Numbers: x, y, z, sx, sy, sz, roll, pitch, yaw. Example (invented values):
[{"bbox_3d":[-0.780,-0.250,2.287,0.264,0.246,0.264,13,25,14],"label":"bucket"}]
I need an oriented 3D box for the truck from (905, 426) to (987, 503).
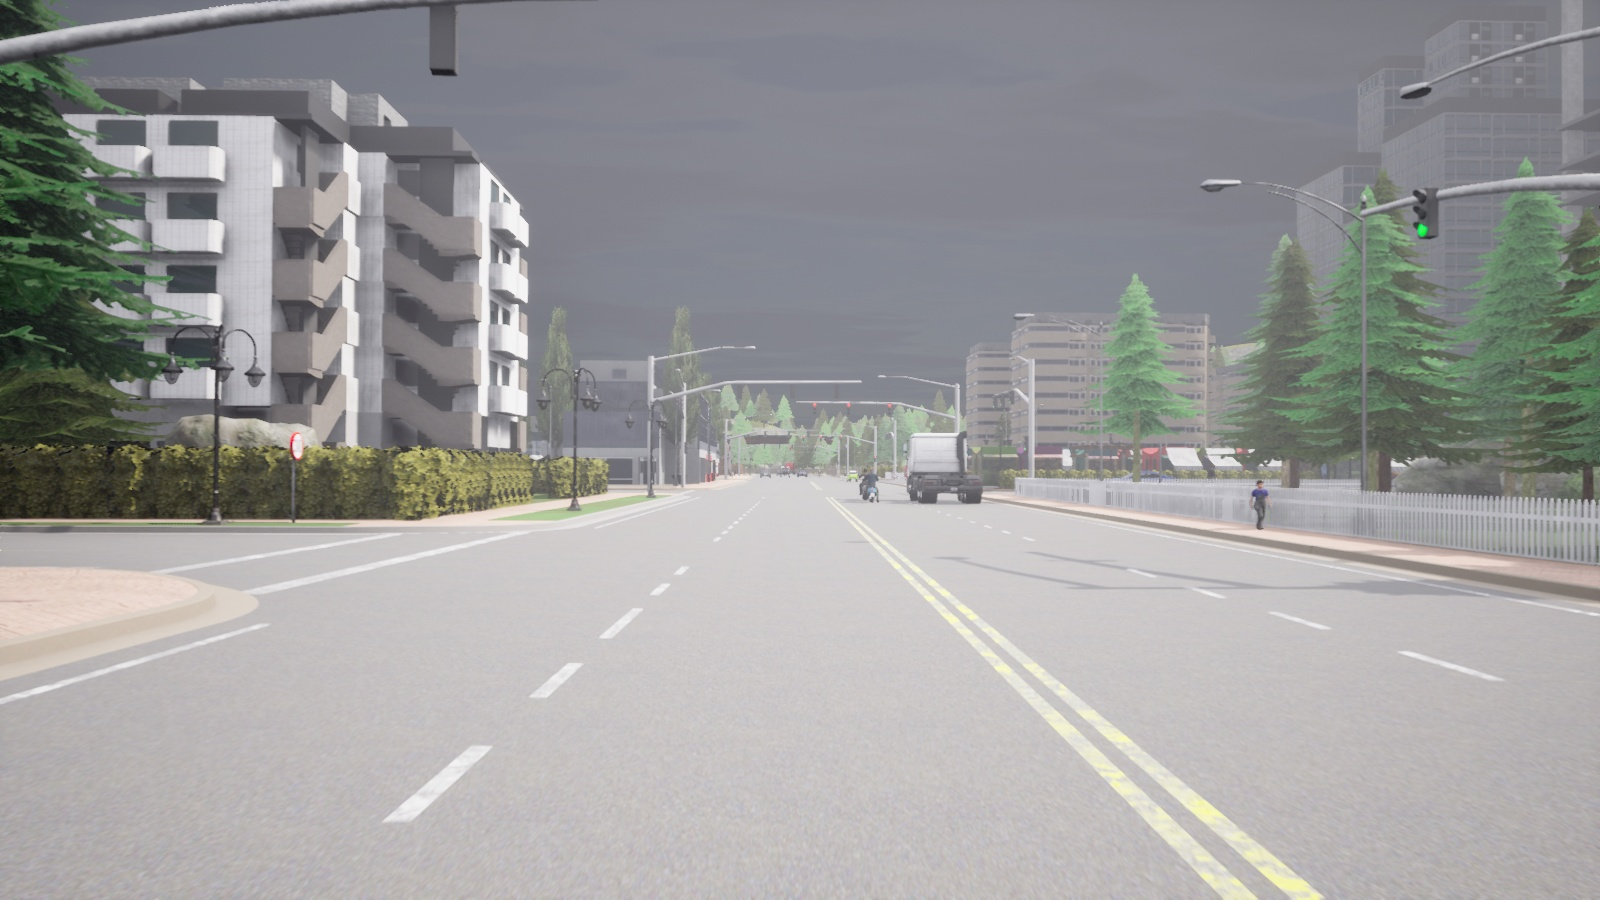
[{"bbox_3d":[6.859,0.711,60.068,2.891,3.462,7.936,0,-1,0],"label":"truck"}]

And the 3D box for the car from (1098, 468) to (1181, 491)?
[{"bbox_3d":[22.625,1.968,83.867,5.008,1.535,1.882,0,-1,-2],"label":"car"}]

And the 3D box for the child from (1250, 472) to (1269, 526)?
[{"bbox_3d":[10.940,1.159,29.893,0.270,1.263,0.437,0,-1,0],"label":"child"}]
